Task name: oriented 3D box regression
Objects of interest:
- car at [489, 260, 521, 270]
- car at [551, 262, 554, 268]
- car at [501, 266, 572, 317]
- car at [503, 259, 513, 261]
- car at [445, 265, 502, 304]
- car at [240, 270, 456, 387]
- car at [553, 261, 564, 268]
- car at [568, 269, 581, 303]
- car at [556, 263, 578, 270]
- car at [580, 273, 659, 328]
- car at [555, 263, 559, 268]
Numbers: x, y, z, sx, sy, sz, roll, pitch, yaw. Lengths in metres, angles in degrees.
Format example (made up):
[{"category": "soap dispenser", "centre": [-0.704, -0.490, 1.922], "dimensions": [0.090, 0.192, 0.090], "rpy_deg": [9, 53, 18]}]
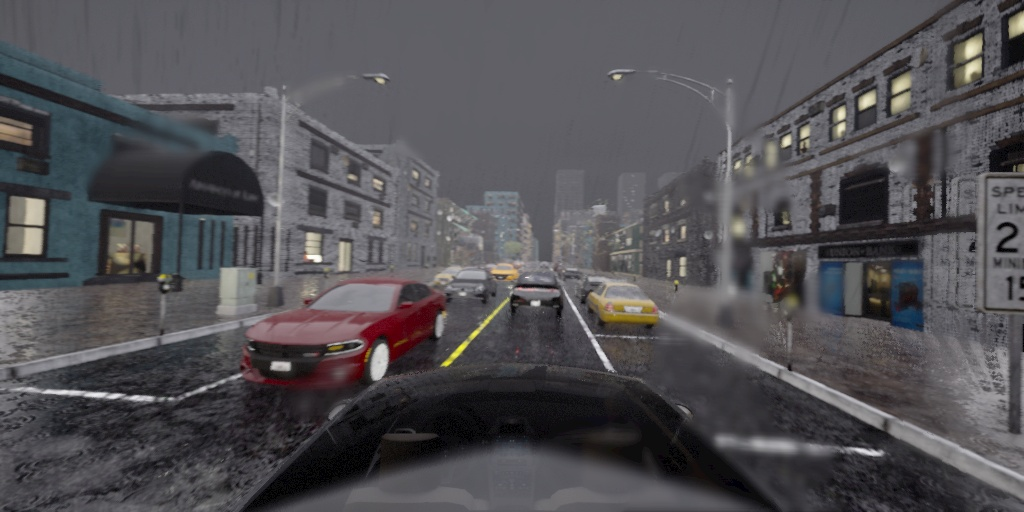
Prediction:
[{"category": "car", "centre": [-0.625, 1.397, 29.806], "dimensions": [1.882, 1.535, 5.008], "rpy_deg": [2, -1, 6]}, {"category": "car", "centre": [8.093, 1.727, 61.558], "dimensions": [2.192, 1.841, 5.009], "rpy_deg": [0, 0, 5]}, {"category": "car", "centre": [1.005, 1.355, 14.004], "dimensions": [2.128, 1.511, 4.902], "rpy_deg": [2, -1, 6]}, {"category": "car", "centre": [-1.286, 1.575, 51.148], "dimensions": [1.751, 1.417, 4.829], "rpy_deg": [0, 0, 5]}, {"category": "car", "centre": [-1.812, 1.321, 17.069], "dimensions": [1.812, 1.442, 4.674], "rpy_deg": [2, 0, 5]}, {"category": "car", "centre": [-2.747, 1.175, 7.124], "dimensions": [1.882, 1.535, 5.008], "rpy_deg": [2, 0, 5]}, {"category": "car", "centre": [6.560, 1.688, 45.031], "dimensions": [1.967, 1.591, 4.097], "rpy_deg": [0, 0, 5]}, {"category": "car", "centre": [4.005, 1.529, 17.485], "dimensions": [2.007, 1.370, 4.403], "rpy_deg": [0, 0, 5]}, {"category": "car", "centre": [5.538, 1.691, 34.012], "dimensions": [2.007, 1.370, 4.403], "rpy_deg": [0, 0, 5]}, {"category": "car", "centre": [3.510, 1.450, 12.145], "dimensions": [1.751, 1.417, 4.829], "rpy_deg": [0, 0, 5]}, {"category": "car", "centre": [6.049, 1.776, 39.522], "dimensions": [1.802, 1.307, 4.207], "rpy_deg": [0, 0, 5]}]
